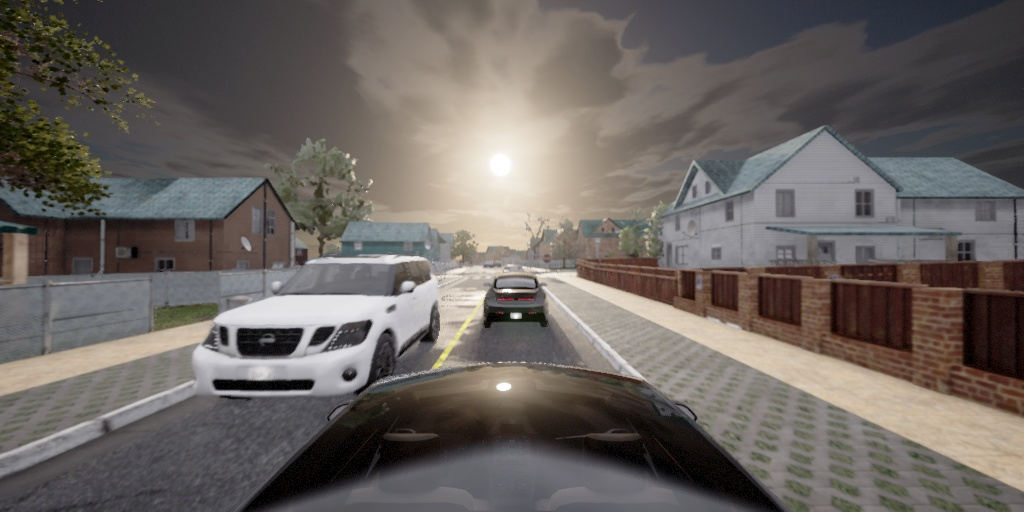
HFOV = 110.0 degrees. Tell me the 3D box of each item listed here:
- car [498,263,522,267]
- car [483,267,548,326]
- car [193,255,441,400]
[{"bbox_3d":[0.127,1.411,28.537,2.033,1.411,5.357,0,0,0],"label":"car"},{"bbox_3d":[0.111,1.289,11.732,1.837,1.490,4.892,0,0,0],"label":"car"},{"bbox_3d":[-2.846,0.985,6.837,2.150,2.045,5.566,0,0,0],"label":"car"}]
